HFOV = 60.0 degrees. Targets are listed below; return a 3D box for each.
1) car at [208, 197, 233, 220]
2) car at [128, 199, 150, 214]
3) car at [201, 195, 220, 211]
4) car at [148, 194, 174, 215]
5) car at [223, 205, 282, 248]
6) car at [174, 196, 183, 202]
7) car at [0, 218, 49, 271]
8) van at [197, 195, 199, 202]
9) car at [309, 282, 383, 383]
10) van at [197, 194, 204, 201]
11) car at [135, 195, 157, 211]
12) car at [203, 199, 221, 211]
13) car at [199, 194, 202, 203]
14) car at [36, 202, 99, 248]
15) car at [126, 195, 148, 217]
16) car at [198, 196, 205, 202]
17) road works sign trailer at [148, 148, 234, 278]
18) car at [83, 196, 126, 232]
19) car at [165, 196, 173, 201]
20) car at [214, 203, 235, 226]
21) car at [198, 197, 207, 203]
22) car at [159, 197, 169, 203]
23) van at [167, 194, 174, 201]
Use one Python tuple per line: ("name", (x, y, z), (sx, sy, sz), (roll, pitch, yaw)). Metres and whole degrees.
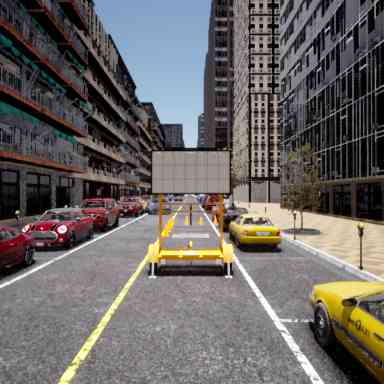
("car", (2.589, 1.460, 25.907), (1.967, 1.590, 4.097), (0, 0, 0))
("car", (-5.838, 1.562, 37.029), (1.752, 1.417, 4.829), (0, 0, 0))
("car", (2.543, 1.352, 37.234), (2.192, 1.841, 5.009), (0, 0, 0))
("car", (-3.239, 1.383, 33.609), (2.097, 1.767, 4.553), (0, 0, 0))
("car", (2.635, 1.533, 14.750), (1.752, 1.417, 4.829), (0, 0, 0))
("car", (-3.338, 1.746, 82.208), (1.994, 1.385, 4.181), (0, 0, 0))
("car", (-5.721, 1.585, 8.882), (1.802, 1.307, 4.206), (0, 0, 0))
("van", (2.400, 1.479, 71.213), (1.690, 1.788, 3.998), (0, 0, 0))
("car", (2.683, 1.526, 3.425), (1.752, 1.417, 4.829), (0, 0, 0))
("van", (2.329, 1.547, 88.202), (1.690, 1.788, 3.998), (0, 0, 0))
("car", (-5.861, 1.364, 42.863), (2.192, 1.841, 5.009), (0, 0, 0))
("car", (2.518, 1.599, 42.897), (2.008, 1.369, 4.403), (0, 0, 0))
("car", (2.495, 1.378, 48.559), (2.192, 1.841, 5.009), (0, 0, 0))
("car", (-5.743, 1.447, 14.545), (1.967, 1.590, 4.097), (0, 0, 0))
("car", (-5.813, 1.342, 31.535), (2.192, 1.841, 5.009), (0, 0, 0))
("car", (2.352, 1.764, 82.538), (1.802, 1.307, 4.206), (0, 0, 0))
("road works sign trailer", (-0.034, 0.468, 10.102), (2.380, 3.560, 2.880), (0, 0, 0))
("car", (-5.766, 1.329, 20.209), (2.192, 1.841, 5.009), (0, 0, 0))
("car", (-6.052, 1.772, 88.166), (1.947, 1.339, 4.313), (0, 0, 0))
("car", (2.612, 1.580, 20.244), (1.947, 1.339, 4.313), (0, 0, 0))
("car", (2.376, 1.742, 76.876), (1.802, 1.307, 4.206), (0, 0, 0))
("car", (-5.981, 1.704, 71.177), (1.947, 1.339, 4.313), (0, 0, 0))
("van", (-6.075, 1.575, 93.832), (1.690, 1.788, 3.998), (0, 0, 0))
